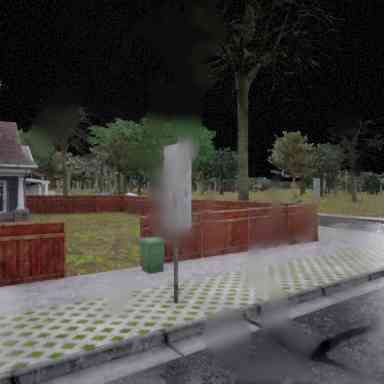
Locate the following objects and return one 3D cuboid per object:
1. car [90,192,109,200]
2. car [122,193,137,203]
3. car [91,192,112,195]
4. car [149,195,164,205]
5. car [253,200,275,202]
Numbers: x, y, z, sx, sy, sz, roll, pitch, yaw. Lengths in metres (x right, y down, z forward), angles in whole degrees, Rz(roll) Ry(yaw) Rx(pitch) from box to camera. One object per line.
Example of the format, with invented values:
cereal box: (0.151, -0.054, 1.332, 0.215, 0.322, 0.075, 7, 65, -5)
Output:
car: (-16.814, 0.694, 60.426, 1.895, 1.301, 4.718, 0, 1, -36)
car: (-9.735, 0.812, 50.669, 1.812, 1.442, 4.674, 0, 1, -36)
car: (-13.295, 0.724, 50.720, 2.033, 1.411, 5.357, 0, 1, -36)
car: (-3.717, 1.049, 37.359, 1.812, 1.442, 4.674, 0, 1, -36)
car: (5.400, 1.312, 24.774, 2.033, 1.411, 5.357, 0, 1, -36)
